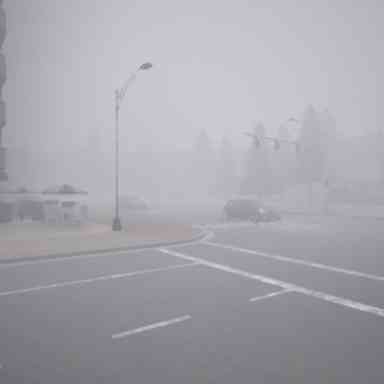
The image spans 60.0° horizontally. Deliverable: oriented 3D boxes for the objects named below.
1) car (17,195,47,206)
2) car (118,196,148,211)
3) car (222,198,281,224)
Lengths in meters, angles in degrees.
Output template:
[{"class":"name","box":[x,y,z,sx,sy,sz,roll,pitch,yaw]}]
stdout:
[{"class":"car","box":[-24.067,1.295,50.498,4.553,1.767,2.097,0,0,10]},{"class":"car","box":[-7.255,1.280,40.022,2.097,1.767,4.553,0,0,-42]},{"class":"car","box":[4.293,1.278,24.472,2.097,1.767,4.553,0,0,-36]}]
